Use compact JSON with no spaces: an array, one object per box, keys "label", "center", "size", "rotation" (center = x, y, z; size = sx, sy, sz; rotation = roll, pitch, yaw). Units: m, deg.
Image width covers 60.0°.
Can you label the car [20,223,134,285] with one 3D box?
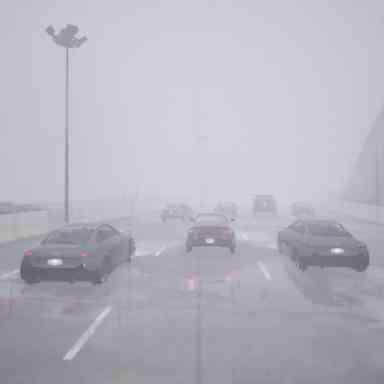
[{"label":"car","center":[-3.000,1.562,9.562],"size":[1.994,1.385,4.181],"rotation":[0,0,3]}]

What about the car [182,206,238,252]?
[{"label":"car","center":[0.830,1.534,13.924],"size":[1.812,1.442,4.674],"rotation":[0,0,5]}]

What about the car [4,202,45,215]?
[{"label":"car","center":[-12.328,1.586,24.010],"size":[1.895,1.301,4.718],"rotation":[0,0,8]}]

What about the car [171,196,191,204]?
[{"label":"car","center":[-2.045,1.521,64.309],"size":[2.128,1.511,4.902],"rotation":[0,0,21]}]

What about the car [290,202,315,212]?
[{"label":"car","center":[10.557,1.638,32.149],"size":[1.895,1.301,4.718],"rotation":[0,0,12]}]

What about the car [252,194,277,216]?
[{"label":"car","center":[7.065,1.251,32.562],"size":[2.150,2.045,5.566],"rotation":[0,0,11]}]

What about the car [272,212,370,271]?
[{"label":"car","center":[4.120,1.578,11.086],"size":[1.994,1.385,4.181],"rotation":[0,0,4]}]

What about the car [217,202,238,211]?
[{"label":"car","center":[3.313,1.622,31.601],"size":[1.895,1.301,4.718],"rotation":[0,0,11]}]

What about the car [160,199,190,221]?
[{"label":"car","center":[-1.123,1.557,26.732],"size":[2.033,1.411,5.357],"rotation":[0,0,9]}]
